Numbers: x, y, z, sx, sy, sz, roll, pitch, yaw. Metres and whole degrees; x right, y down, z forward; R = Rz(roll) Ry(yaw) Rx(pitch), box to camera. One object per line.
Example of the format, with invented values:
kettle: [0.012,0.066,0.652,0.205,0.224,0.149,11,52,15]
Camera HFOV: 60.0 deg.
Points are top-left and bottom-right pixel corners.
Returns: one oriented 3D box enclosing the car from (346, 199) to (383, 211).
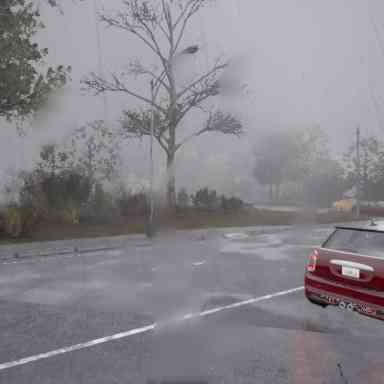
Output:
car: [16.283,1.477,29.002,1.882,1.535,5.008,0,0,-17]

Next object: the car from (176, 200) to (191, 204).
car: [-1.709,1.710,67.017,1.882,1.535,5.008,0,-1,-22]

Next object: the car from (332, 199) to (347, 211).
car: [17.490,1.478,35.495,1.882,1.535,5.008,0,0,-30]

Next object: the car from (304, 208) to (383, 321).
car: [4.396,1.352,6.747,4.553,1.767,2.097,0,0,-34]

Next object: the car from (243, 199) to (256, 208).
car: [6.876,1.596,47.920,2.033,1.411,5.357,0,0,-27]
